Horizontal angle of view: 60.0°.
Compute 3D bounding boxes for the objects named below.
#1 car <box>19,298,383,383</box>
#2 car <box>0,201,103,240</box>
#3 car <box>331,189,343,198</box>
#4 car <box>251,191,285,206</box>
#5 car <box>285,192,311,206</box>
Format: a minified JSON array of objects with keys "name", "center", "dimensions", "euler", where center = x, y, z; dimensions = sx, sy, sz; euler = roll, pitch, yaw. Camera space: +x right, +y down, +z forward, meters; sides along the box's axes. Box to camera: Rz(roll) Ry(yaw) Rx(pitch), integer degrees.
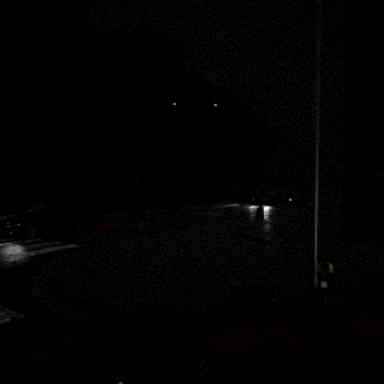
[{"name":"car","center":[0.483,1.543,2.449],"dimensions":[4.507,1.381,1.887],"euler":[0,1,35]},{"name":"car","center":[-6.540,1.174,15.688],"dimensions":[1.882,1.535,5.008],"euler":[1,2,35]},{"name":"car","center":[23.893,0.215,53.504],"dimensions":[2.033,1.411,5.357],"euler":[1,2,36]},{"name":"car","center":[8.160,0.645,36.396],"dimensions":[1.812,1.442,4.674],"euler":[1,2,35]},{"name":"car","center":[11.224,0.711,35.634],"dimensions":[1.994,1.385,4.181],"euler":[1,2,35]}]
